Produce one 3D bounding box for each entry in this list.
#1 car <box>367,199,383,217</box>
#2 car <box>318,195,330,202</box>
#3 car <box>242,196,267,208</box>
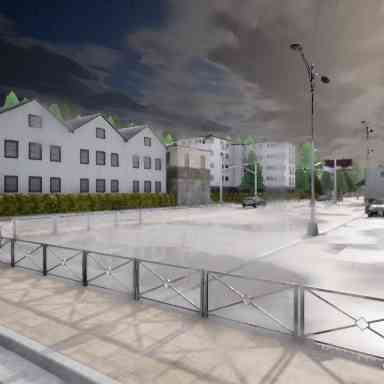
[{"bbox_3d":[15.429,1.299,26.804,2.007,1.523,4.514,0,0,35],"label":"car"},{"bbox_3d":[28.840,1.366,72.452,1.994,1.385,4.181,0,0,35],"label":"car"},{"bbox_3d":[8.134,1.305,43.038,2.128,1.511,4.902,0,0,34],"label":"car"}]
